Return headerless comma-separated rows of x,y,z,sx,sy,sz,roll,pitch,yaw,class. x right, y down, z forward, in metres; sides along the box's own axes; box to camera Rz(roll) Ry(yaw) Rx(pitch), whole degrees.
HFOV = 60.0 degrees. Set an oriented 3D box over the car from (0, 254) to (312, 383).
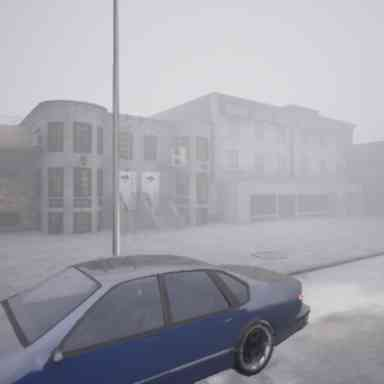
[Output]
-0.807,1.549,4.032,5.357,1.411,2.033,0,0,-36,car
